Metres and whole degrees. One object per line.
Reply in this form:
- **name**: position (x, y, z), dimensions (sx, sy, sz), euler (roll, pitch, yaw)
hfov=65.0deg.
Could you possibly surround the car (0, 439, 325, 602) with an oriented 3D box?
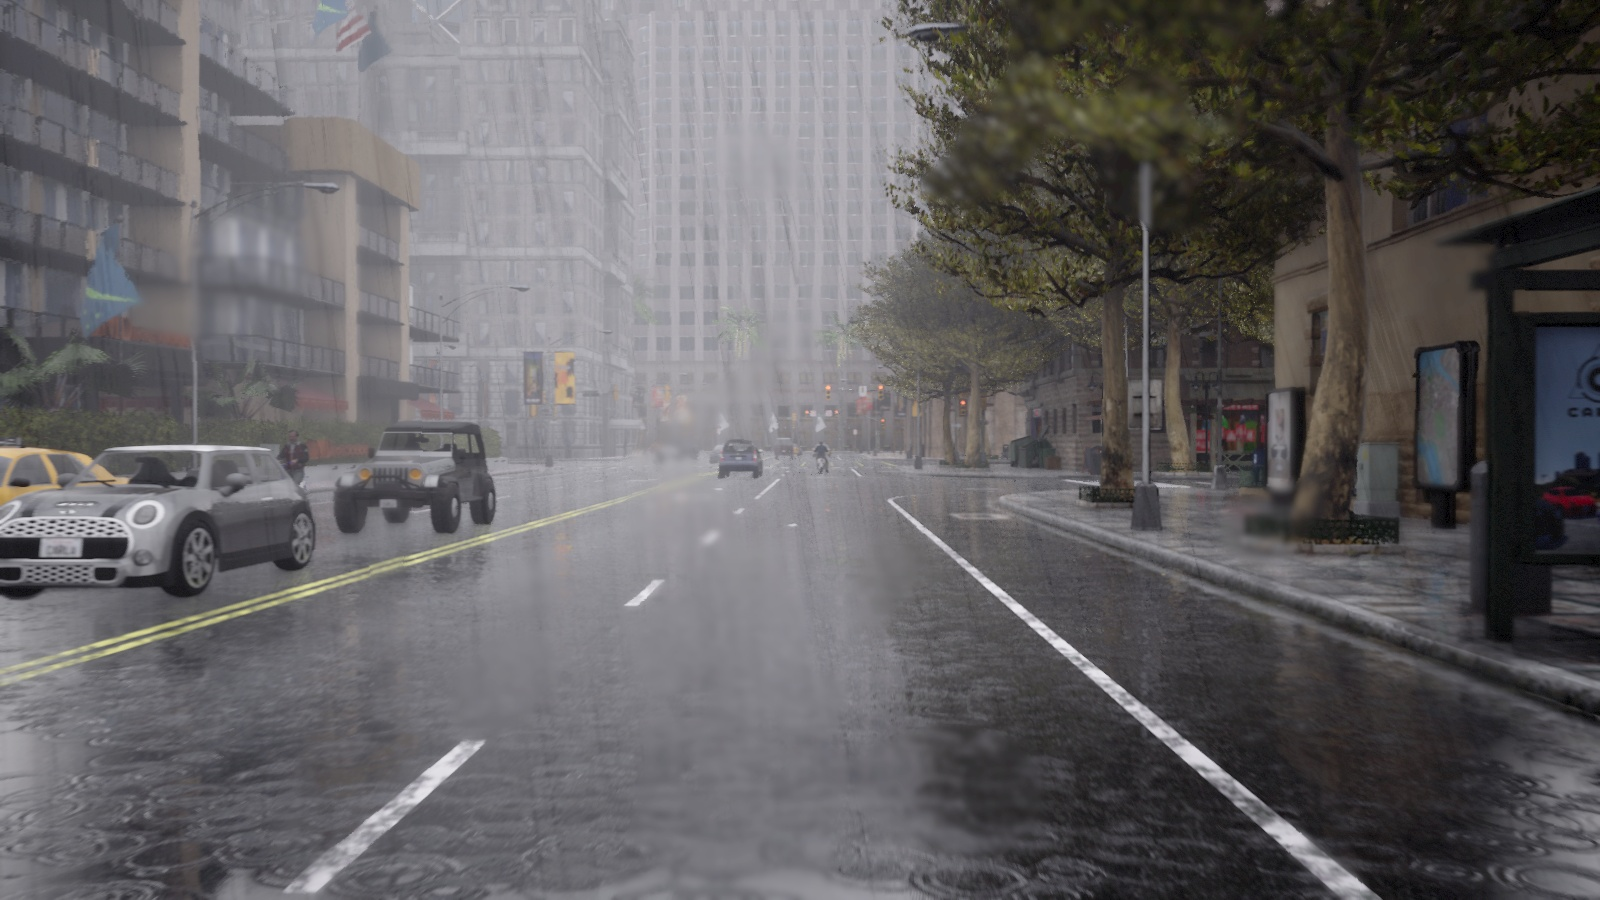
- **car**: position (-6.768, 0.631, 13.308), dimensions (1.970, 1.475, 3.806), euler (0, 0, 1)

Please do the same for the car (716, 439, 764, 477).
- **car**: position (-2.598, 0.333, 54.923), dimensions (1.851, 1.617, 3.988), euler (0, 0, 1)

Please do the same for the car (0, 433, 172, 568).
- **car**: position (-10.225, 0.587, 15.878), dimensions (1.801, 1.575, 5.366), euler (0, 0, 1)

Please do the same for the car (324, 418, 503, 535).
- **car**: position (-6.630, 0.413, 21.972), dimensions (1.905, 1.878, 3.866), euler (0, 0, 1)

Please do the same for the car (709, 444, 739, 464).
- **car**: position (-5.507, 0.251, 91.625), dimensions (1.812, 1.442, 4.674), euler (0, 0, 1)
